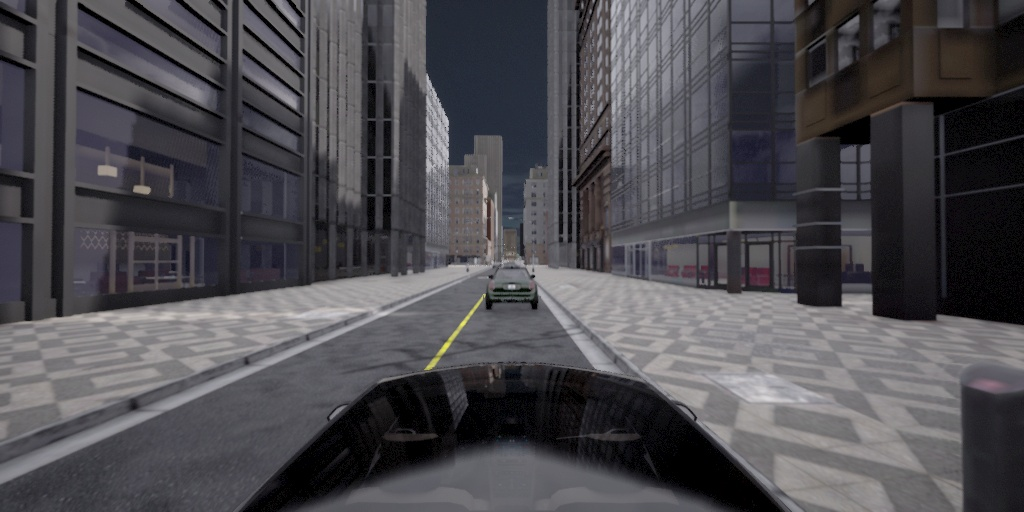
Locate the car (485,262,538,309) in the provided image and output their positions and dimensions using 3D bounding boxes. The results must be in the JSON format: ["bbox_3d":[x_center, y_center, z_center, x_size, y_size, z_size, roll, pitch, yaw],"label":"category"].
[{"bbox_3d":[-0.007,1.232,15.935,2.097,1.767,4.553,0,-1,0],"label":"car"}]
